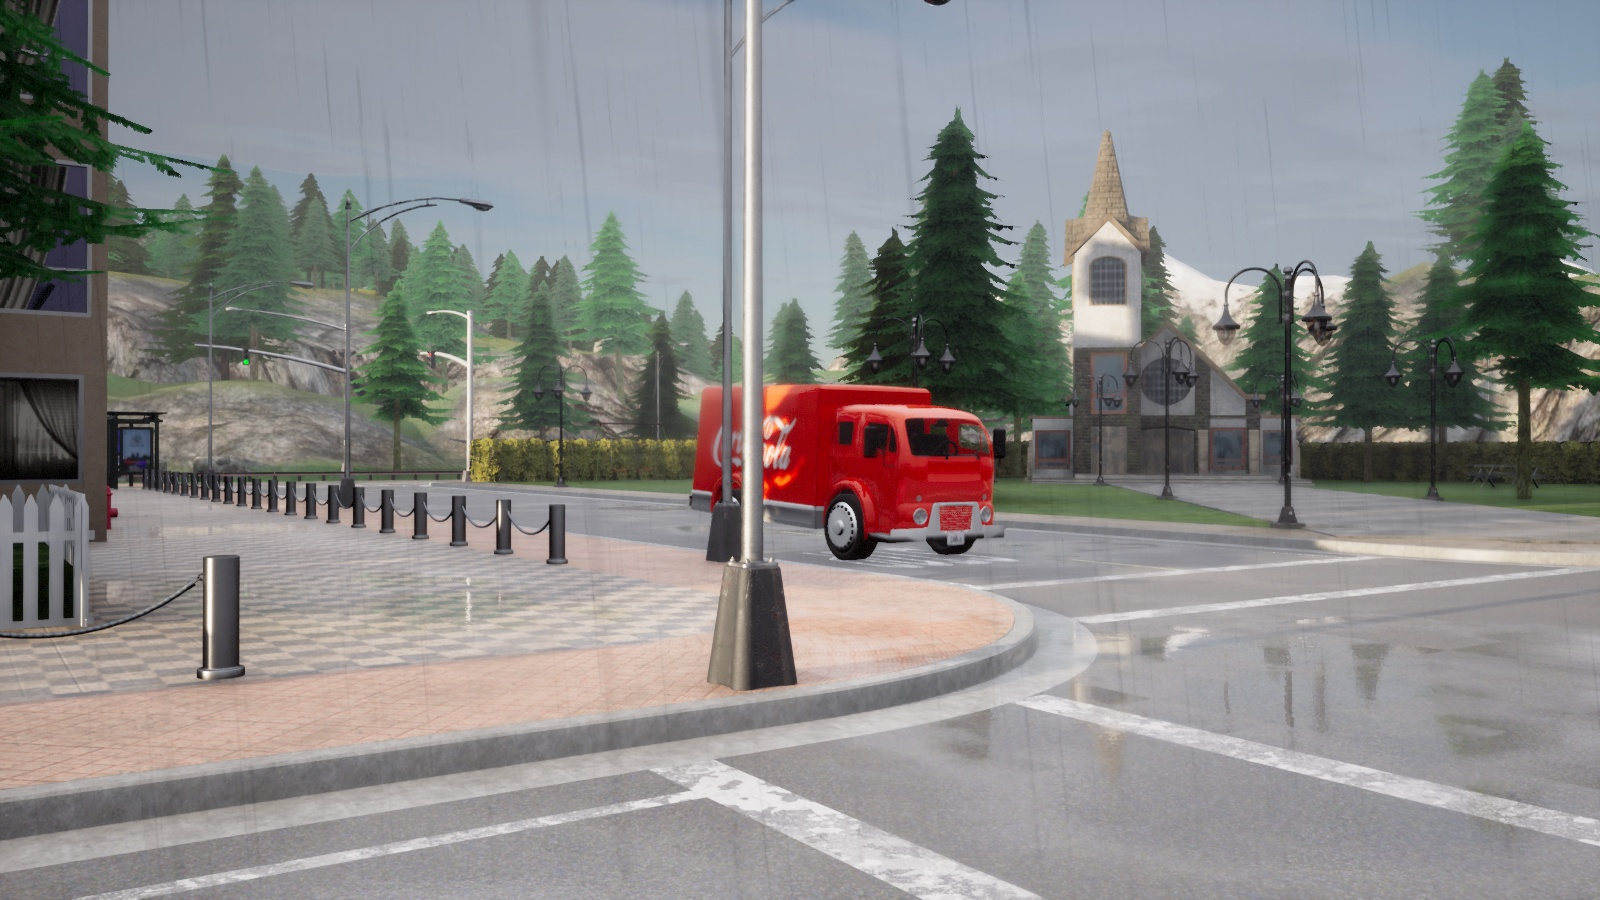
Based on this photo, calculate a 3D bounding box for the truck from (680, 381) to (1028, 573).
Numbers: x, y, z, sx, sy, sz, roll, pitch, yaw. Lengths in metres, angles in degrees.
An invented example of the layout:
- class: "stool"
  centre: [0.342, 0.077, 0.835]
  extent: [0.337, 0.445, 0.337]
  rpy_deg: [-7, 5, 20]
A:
- class: "truck"
  centre: [0.618, 0.254, 19.007]
  extent: [2.627, 2.467, 5.204]
  rpy_deg: [0, 2, -34]
